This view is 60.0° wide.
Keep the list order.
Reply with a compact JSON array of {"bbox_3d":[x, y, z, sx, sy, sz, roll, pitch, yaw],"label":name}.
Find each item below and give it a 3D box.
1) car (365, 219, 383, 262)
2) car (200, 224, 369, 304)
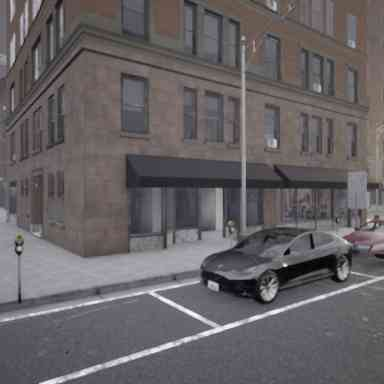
[{"bbox_3d":[6.665,1.584,11.366,4.206,1.307,1.802,0,0,-36],"label":"car"},{"bbox_3d":[2.205,1.567,8.146,4.313,1.339,1.947,0,0,-36],"label":"car"}]
